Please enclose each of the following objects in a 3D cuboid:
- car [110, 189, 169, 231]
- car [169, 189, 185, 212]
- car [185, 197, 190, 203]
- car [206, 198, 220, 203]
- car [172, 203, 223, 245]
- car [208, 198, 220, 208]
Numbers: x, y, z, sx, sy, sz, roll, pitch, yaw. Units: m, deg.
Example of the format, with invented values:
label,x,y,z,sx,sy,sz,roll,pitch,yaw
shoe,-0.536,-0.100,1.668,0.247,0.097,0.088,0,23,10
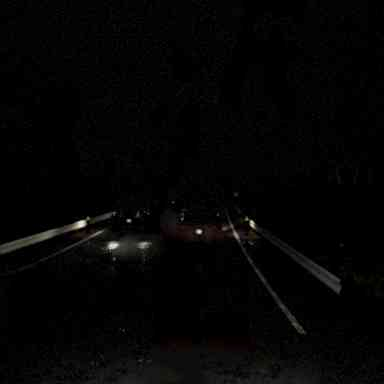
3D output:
label,x,y,z,sx,sy,sz,roll,pitch,yaw
car,-2.980,0.984,19.429,2.150,2.045,5.566,0,2,4
car,-2.236,0.786,29.889,2.150,2.045,5.566,0,0,5
car,-1.252,1.290,40.463,2.033,1.411,5.357,0,-2,6
car,2.914,1.527,46.391,1.812,1.442,4.674,0,-3,5
car,0.371,1.483,15.415,1.994,1.385,4.181,0,2,3
car,3.782,1.870,56.519,1.882,1.535,5.008,0,-2,4
